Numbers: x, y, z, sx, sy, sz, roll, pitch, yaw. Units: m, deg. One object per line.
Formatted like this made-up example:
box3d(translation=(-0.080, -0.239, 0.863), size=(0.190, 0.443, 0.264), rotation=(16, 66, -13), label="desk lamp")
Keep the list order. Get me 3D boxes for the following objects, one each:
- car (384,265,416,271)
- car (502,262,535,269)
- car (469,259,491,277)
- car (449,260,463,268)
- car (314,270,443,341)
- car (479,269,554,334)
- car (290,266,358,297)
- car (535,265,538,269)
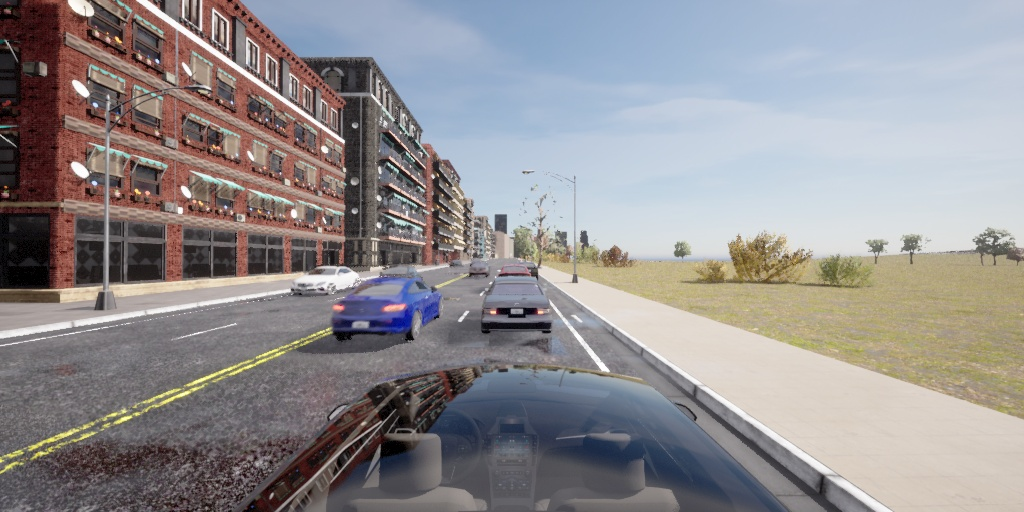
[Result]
box3d(translation=(-6.547, 1.278, 20.884), size=(1.812, 1.442, 4.674), rotation=(0, 0, 0), label="car")
box3d(translation=(0.144, 1.230, 21.167), size=(1.882, 1.535, 5.008), rotation=(0, 0, 0), label="car")
box3d(translation=(-3.078, 1.301, 34.928), size=(2.033, 1.411, 5.357), rotation=(0, 0, 0), label="car")
box3d(translation=(-9.682, 1.315, 62.496), size=(1.994, 1.385, 4.181), rotation=(0, 0, 1), label="car")
box3d(translation=(-3.138, 1.277, 9.746), size=(1.812, 1.442, 4.674), rotation=(0, 0, 0), label="car")
box3d(translation=(0.118, 1.299, 10.627), size=(2.033, 1.411, 5.357), rotation=(0, 0, 0), label="car")
box3d(translation=(-9.814, 1.278, 19.273), size=(1.812, 1.442, 4.674), rotation=(0, 0, 0), label="car")
box3d(translation=(1.199, 1.231, 30.604), size=(1.882, 1.535, 5.008), rotation=(0, 0, 0), label="car")
